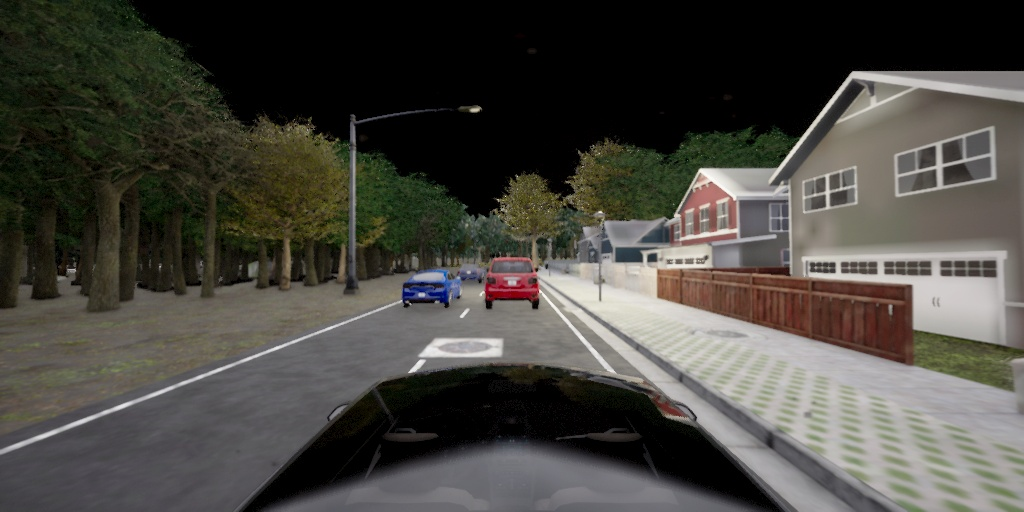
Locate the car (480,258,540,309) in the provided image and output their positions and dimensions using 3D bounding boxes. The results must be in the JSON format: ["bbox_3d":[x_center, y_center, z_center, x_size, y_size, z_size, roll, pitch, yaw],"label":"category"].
[{"bbox_3d":[0.010,1.100,15.874,2.150,2.045,5.566,0,0,0],"label":"car"}]

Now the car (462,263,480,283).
[{"bbox_3d":[-3.479,1.373,30.947,2.097,1.767,4.553,0,-1,0],"label":"car"}]

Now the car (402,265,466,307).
[{"bbox_3d":[-3.485,1.365,16.335,1.882,1.535,5.008,0,0,0],"label":"car"}]
